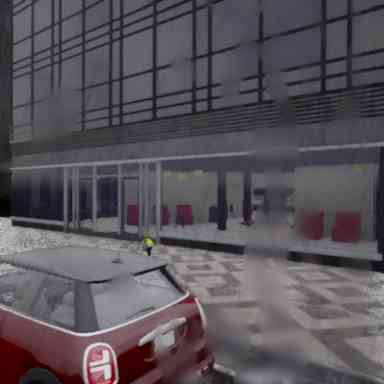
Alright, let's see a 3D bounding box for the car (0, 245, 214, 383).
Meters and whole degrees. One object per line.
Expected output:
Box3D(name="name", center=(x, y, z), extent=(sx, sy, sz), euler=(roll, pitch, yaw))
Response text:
Box3D(name="car", center=(-1.835, 1.426, 4.269), extent=(4.097, 1.590, 1.967), euler=(0, 0, 36))
